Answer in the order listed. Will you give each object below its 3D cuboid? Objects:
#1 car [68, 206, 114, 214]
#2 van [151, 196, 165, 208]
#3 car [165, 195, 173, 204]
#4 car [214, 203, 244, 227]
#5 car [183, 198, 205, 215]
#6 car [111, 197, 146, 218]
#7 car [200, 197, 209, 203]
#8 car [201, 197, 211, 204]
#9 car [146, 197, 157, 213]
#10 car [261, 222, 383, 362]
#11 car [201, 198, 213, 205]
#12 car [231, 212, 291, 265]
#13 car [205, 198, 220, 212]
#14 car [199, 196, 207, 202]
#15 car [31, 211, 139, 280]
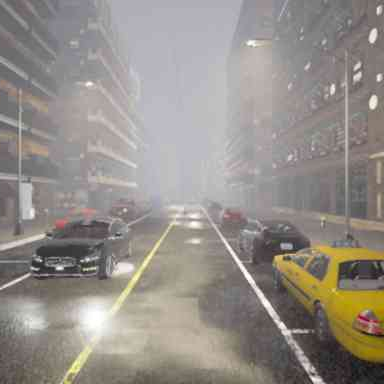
[{"bbox_3d":[-5.662,1.600,17.252,1.887,1.381,4.507,0,0,0],"label":"car"},{"bbox_3d":[-5.610,1.502,51.070,1.690,1.788,3.998,0,0,0],"label":"van"},{"bbox_3d":[-5.586,1.765,67.977,2.008,1.369,4.403,0,0,0],"label":"car"},{"bbox_3d":[2.727,1.654,22.871,1.802,1.307,4.206,0,0,0],"label":"car"},{"bbox_3d":[0.149,1.638,35.684,1.812,1.442,4.674,0,0,1],"label":"car"},{"bbox_3d":[-5.644,1.405,28.526,2.192,1.841,5.009,0,0,0],"label":"car"},{"bbox_3d":[2.803,1.814,73.597,1.802,1.307,4.206,0,0,0],"label":"car"},{"bbox_3d":[2.795,1.759,67.961,1.887,1.381,4.507,0,0,0],"label":"car"},{"bbox_3d":[-5.628,1.650,39.626,1.752,1.417,4.829,0,0,0],"label":"car"},{"bbox_3d":[2.702,1.545,6.132,1.752,1.417,4.829,0,0,0],"label":"car"},{"bbox_3d":[2.786,1.762,62.324,1.947,1.339,4.313,0,0,0],"label":"car"},{"bbox_3d":[2.710,1.603,11.599,1.947,1.339,4.313,0,0,0],"label":"car"},{"bbox_3d":[2.753,1.707,39.780,1.802,1.307,4.206,0,0,0],"label":"car"},{"bbox_3d":[2.819,1.813,84.871,1.887,1.381,4.507,0,0,0],"label":"car"},{"bbox_3d":[-3.035,1.539,10.115,1.837,1.490,4.892,0,-1,1],"label":"car"}]
